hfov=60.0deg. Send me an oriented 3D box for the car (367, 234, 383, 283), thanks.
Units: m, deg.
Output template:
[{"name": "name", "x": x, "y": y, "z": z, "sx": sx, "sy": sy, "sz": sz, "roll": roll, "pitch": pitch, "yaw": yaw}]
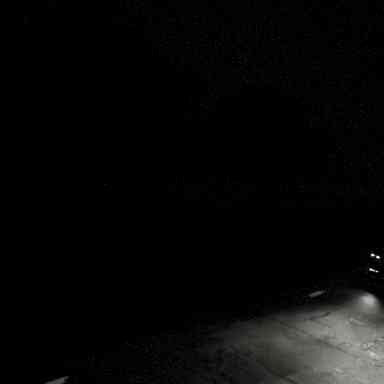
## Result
[{"name": "car", "x": 6.323, "y": 1.508, "z": 8.738, "sx": 4.902, "sy": 1.511, "sz": 2.128, "roll": 0, "pitch": 0, "yaw": -42}]
